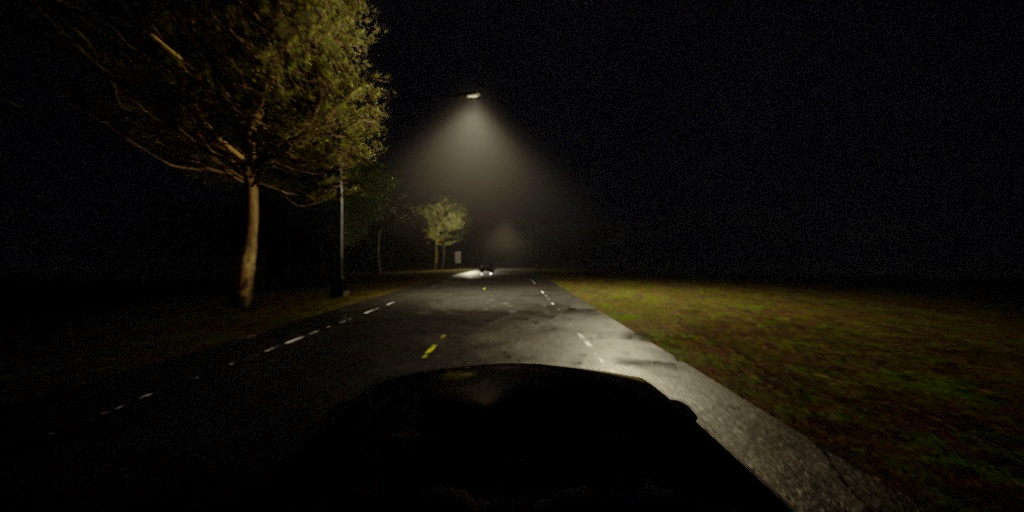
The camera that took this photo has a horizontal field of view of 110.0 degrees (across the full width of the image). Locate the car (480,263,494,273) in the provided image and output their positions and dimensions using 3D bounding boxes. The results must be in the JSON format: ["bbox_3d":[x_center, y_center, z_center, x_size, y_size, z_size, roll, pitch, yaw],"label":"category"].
[{"bbox_3d":[-3.564,1.675,51.655,2.033,1.411,5.357,0,-1,0],"label":"car"}]
